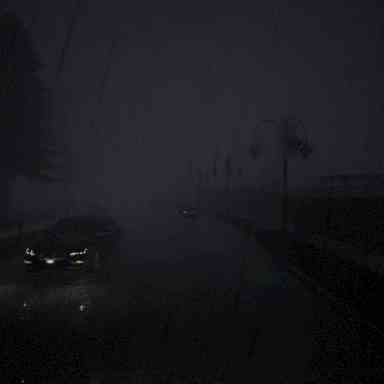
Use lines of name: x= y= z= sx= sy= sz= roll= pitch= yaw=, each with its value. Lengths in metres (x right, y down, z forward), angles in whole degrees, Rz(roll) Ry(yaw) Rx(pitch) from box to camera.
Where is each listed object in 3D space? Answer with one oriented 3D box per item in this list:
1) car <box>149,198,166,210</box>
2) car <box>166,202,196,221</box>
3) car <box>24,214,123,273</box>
car: x=-4.344 y=1.538 z=43.677 sx=1.812 sy=1.442 sz=4.674 roll=0 pitch=0 yaw=-17
car: x=-0.818 y=1.555 z=27.057 sx=2.033 sy=1.411 sz=5.357 roll=0 pitch=0 yaw=-7
car: x=-3.544 y=1.509 z=10.796 sx=1.837 sy=1.490 sz=4.892 roll=0 pitch=0 yaw=1
